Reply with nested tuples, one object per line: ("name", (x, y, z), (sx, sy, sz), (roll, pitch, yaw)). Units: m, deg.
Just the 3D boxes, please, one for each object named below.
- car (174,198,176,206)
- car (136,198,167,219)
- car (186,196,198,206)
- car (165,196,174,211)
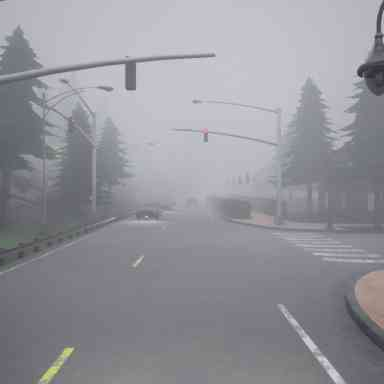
("car", (-3.595, 1.503, 53.662), (1.837, 1.490, 4.892), (0, 1, 0))
("car", (-3.604, 1.547, 29.010), (2.033, 1.411, 5.357), (0, 0, 0))
("car", (-0.007, 1.478, 56.098), (1.882, 1.535, 5.008), (0, 0, 0))
("car", (-3.595, 1.525, 40.790), (1.812, 1.442, 4.674), (0, 0, 0))
